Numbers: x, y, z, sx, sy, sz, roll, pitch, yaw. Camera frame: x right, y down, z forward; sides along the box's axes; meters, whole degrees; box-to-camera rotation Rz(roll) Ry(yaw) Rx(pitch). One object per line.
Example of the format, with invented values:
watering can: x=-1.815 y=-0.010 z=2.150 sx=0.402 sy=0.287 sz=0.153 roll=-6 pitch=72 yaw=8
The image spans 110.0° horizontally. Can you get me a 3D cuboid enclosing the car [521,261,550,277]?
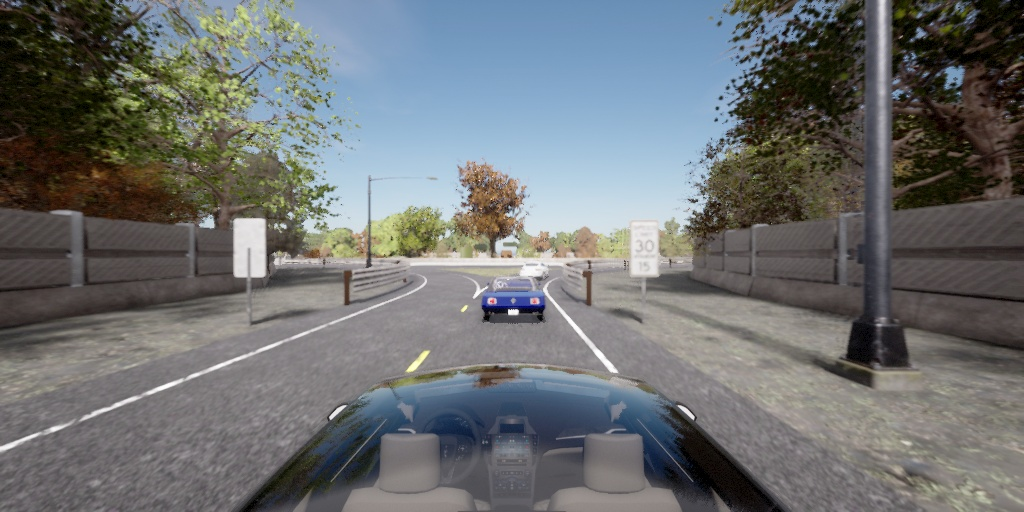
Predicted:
car: x=1.870 y=1.145 z=28.949 sx=1.812 sy=1.442 sz=4.674 roll=0 pitch=0 yaw=14

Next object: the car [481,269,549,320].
car: x=0.063 y=1.300 z=12.396 sx=1.895 sy=1.301 sz=4.718 roll=0 pitch=0 yaw=1
